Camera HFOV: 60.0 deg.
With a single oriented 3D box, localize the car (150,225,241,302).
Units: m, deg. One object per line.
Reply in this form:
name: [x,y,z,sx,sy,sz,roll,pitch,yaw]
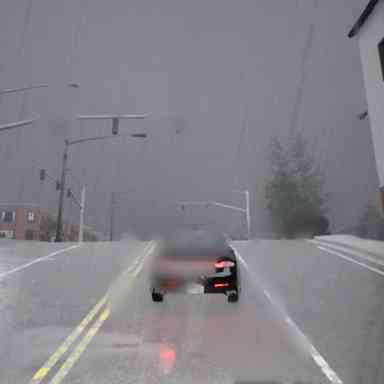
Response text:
car: [0.080,1.592,8.501,2.128,1.511,4.902,0,-1,0]
